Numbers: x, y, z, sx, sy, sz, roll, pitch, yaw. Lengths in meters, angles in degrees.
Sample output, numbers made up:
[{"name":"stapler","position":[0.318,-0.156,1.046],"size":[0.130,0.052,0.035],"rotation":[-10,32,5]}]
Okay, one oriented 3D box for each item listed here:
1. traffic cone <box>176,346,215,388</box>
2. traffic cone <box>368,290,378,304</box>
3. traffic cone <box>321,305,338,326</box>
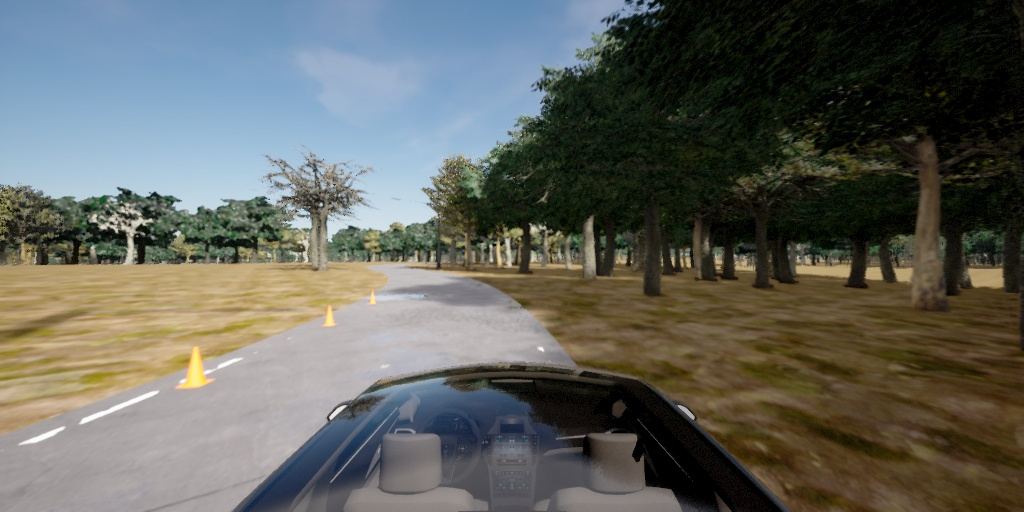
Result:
[{"name":"traffic cone","position":[-4.965,1.719,5.635],"size":[0.340,0.580,0.340],"rotation":[0,0,-3]},{"name":"traffic cone","position":[-5.947,1.726,15.300],"size":[0.340,0.580,0.340],"rotation":[0,0,-9]},{"name":"traffic cone","position":[-5.331,1.725,10.480],"size":[0.340,0.580,0.340],"rotation":[0,0,-6]}]
